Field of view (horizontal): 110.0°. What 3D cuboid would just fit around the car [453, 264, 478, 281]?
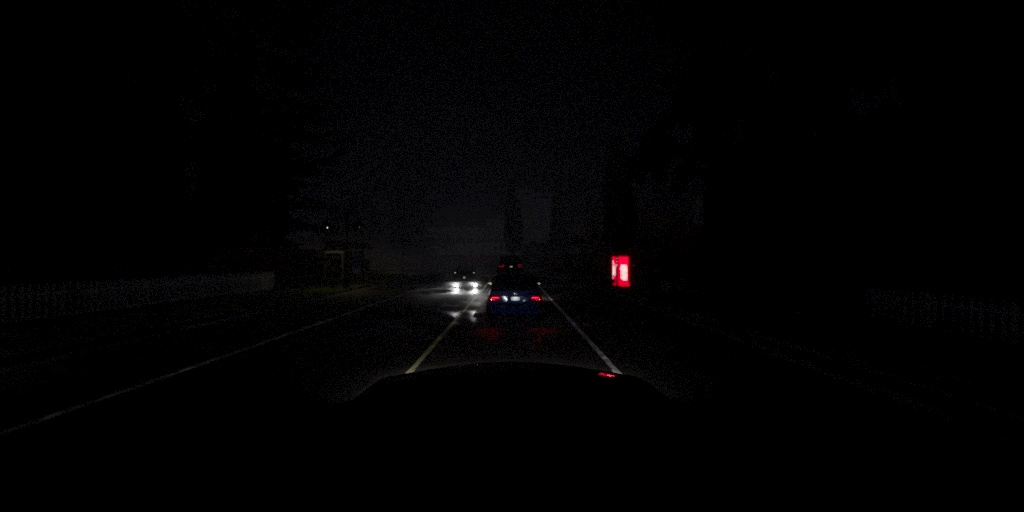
[{"bbox_3d":[-3.781,1.355,29.720,1.895,1.301,4.718,0,0,-3],"label":"car"}]

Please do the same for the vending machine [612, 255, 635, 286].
[{"bbox_3d":[6.885,0.950,22.626,1.100,2.100,0.880,0,0,0],"label":"vending machine"}]

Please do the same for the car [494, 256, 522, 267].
[{"bbox_3d":[-0.356,0.980,32.546,2.150,2.045,5.566,0,0,-6],"label":"car"}]

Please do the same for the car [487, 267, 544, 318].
[{"bbox_3d":[0.100,1.300,13.017,2.033,1.411,5.357,0,0,0],"label":"car"}]
